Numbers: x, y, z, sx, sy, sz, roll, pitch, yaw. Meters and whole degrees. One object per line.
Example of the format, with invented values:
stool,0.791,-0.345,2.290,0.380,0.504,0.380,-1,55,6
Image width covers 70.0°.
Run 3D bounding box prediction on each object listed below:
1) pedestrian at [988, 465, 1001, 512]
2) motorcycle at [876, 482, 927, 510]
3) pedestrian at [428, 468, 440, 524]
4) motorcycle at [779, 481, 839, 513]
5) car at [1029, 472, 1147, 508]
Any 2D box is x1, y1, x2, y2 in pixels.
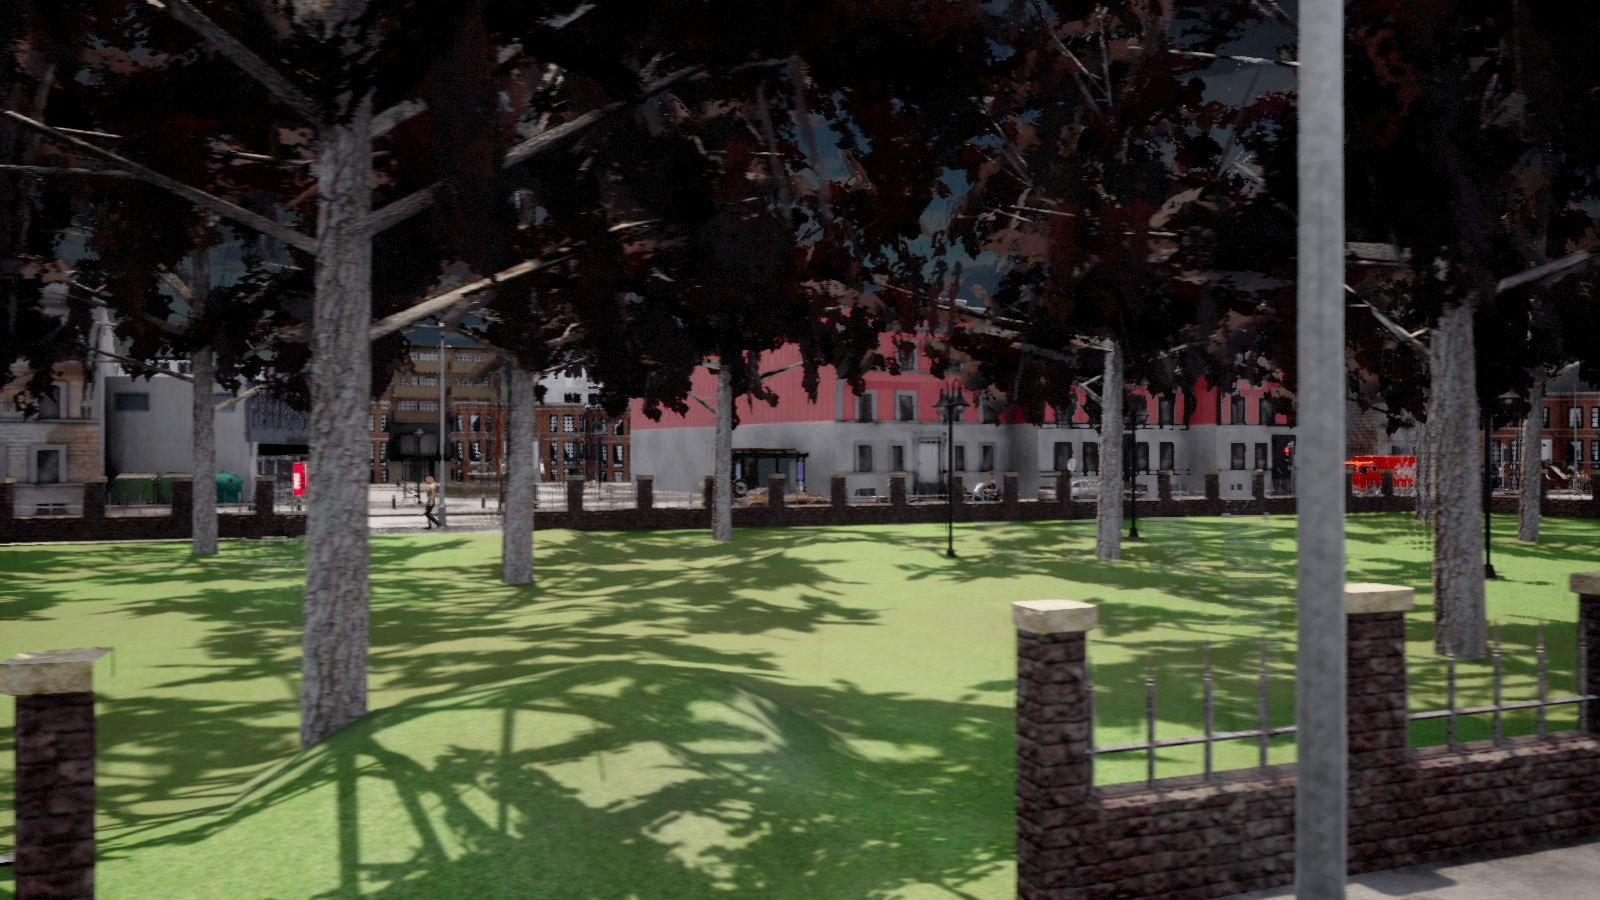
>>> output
pedestrian,7.726,1.523,45.451,0.375,1.860,0.375,0,0,-20
motorcycle,4.385,1.991,49.371,2.033,1.145,0.803,0,0,-20
pedestrian,-12.292,1.523,38.360,0.375,1.860,0.375,0,0,-17
motorcycle,0.379,1.949,47.907,2.356,1.277,0.764,0,0,-20
car,13.232,1.825,52.548,4.902,1.511,2.128,0,0,-20
